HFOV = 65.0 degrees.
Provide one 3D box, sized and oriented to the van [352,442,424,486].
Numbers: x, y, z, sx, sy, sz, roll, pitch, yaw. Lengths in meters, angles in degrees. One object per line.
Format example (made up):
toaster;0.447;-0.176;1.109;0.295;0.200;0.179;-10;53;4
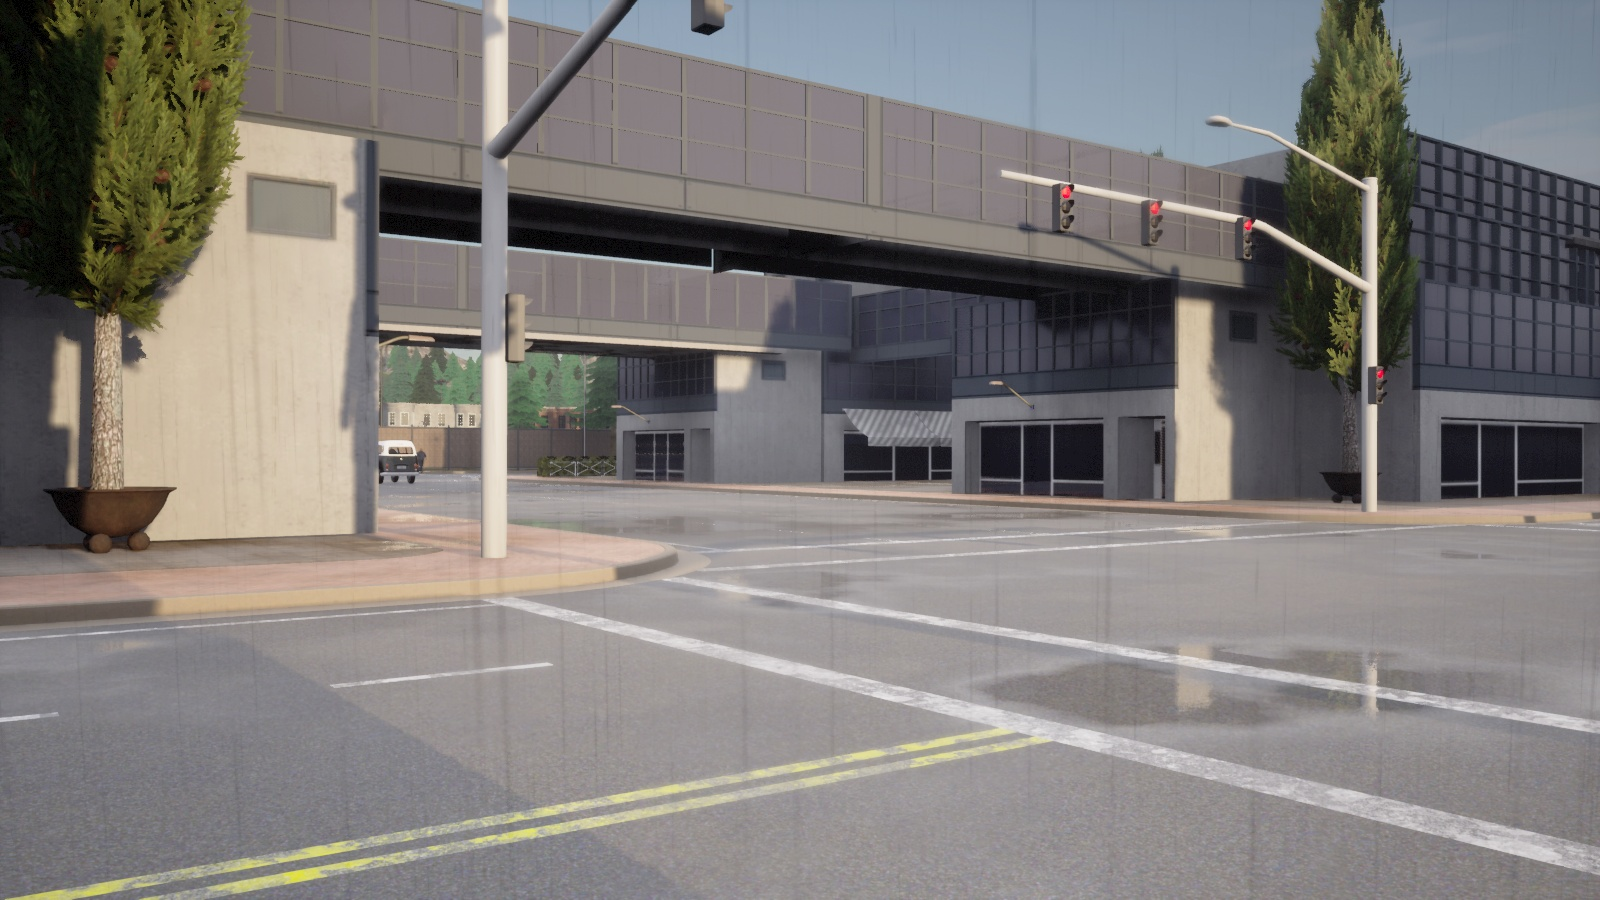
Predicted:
van;-19.892;0.657;60.536;2.069;2.038;4.480;0;0;-35
